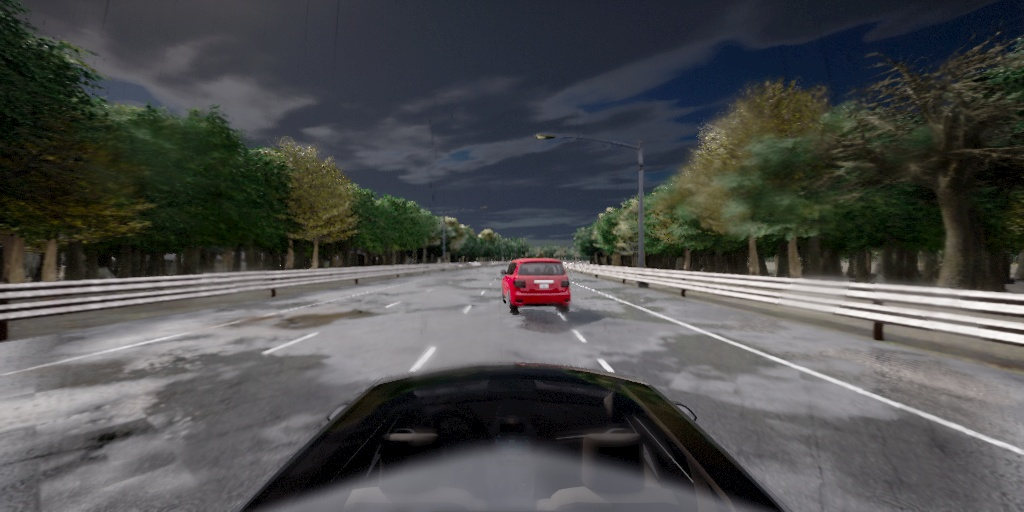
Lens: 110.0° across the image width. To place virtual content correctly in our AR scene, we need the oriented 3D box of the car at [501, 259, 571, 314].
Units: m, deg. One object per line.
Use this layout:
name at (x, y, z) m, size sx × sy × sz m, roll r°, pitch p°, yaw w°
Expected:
car at (0.814, 1.141, 14.613) m, size 2.150 × 2.045 × 5.566 m, roll 0°, pitch -1°, yaw -5°
